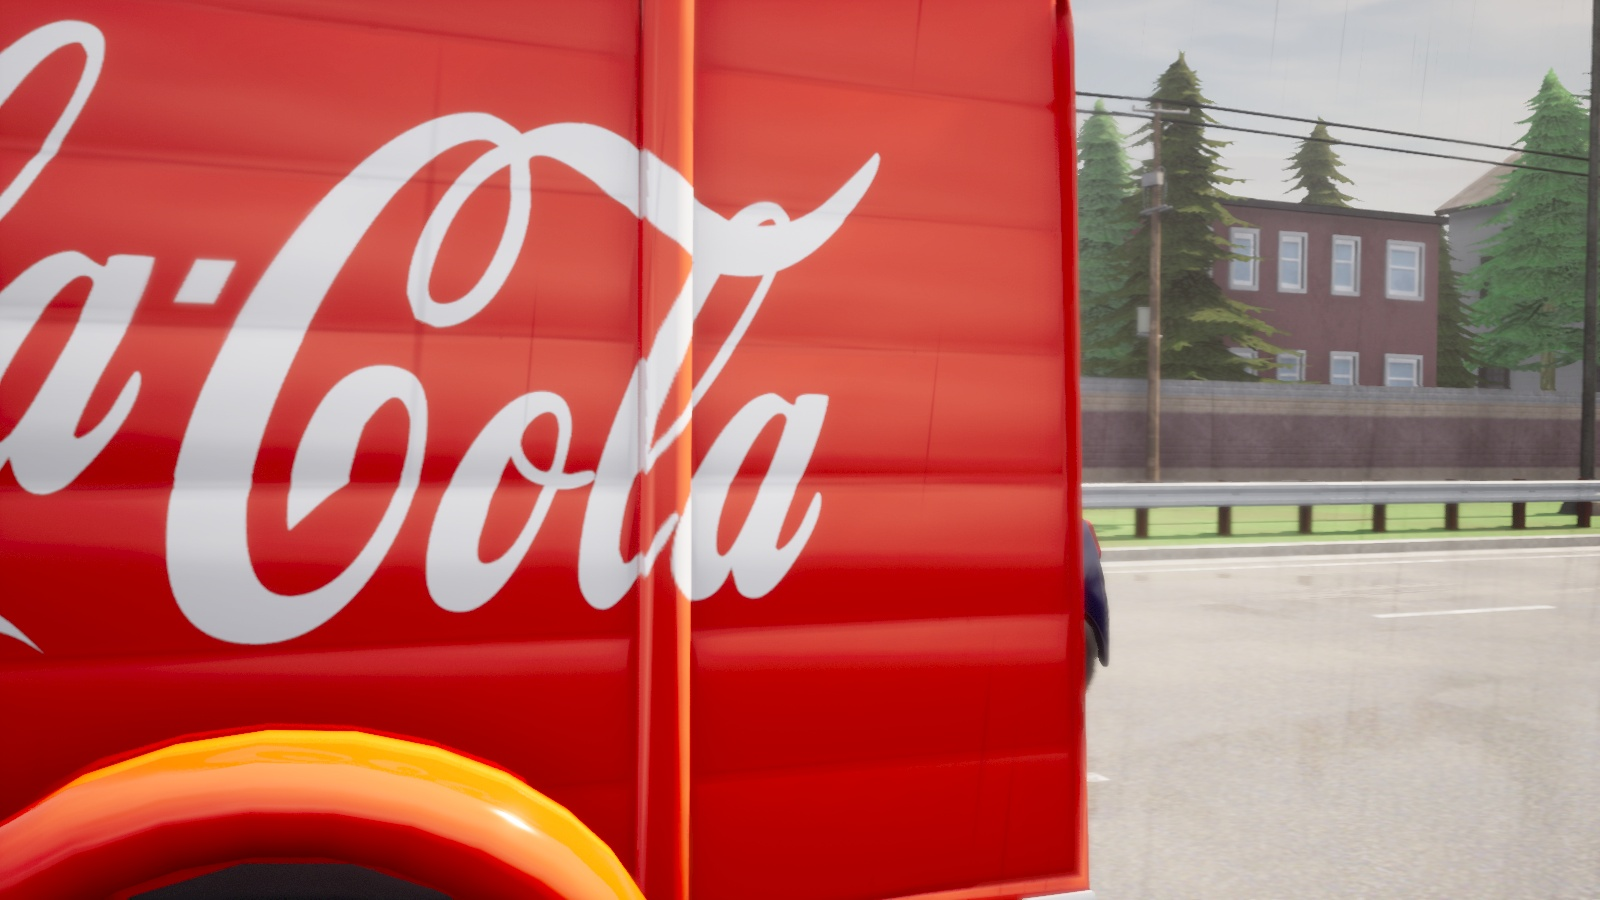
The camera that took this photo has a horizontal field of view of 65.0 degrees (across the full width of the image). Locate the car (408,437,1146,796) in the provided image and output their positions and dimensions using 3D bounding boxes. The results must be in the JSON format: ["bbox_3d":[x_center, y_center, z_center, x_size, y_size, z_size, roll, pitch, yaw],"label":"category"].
[{"bbox_3d":[-0.188,0.701,6.911,3.633,1.501,1.845,-1,1,-21],"label":"car"}]

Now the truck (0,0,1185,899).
[{"bbox_3d":[-2.267,0.297,2.373,5.204,2.467,2.627,-1,1,-21],"label":"truck"}]
